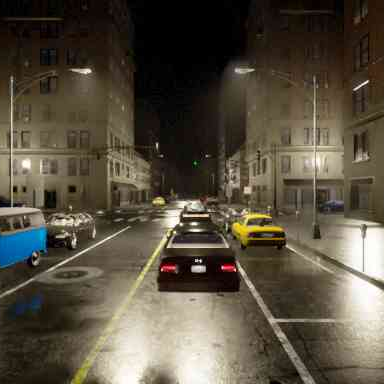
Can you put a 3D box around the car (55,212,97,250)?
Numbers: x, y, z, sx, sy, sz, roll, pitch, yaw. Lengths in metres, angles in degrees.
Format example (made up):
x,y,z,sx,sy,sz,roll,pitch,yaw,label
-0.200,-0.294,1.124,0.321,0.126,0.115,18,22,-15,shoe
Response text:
x,y,z,sx,sy,sz,roll,pitch,yaw,label
-5.336,1.551,14.116,2.008,1.369,4.403,0,0,0,car

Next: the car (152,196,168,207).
x,y,z,sx,sy,sz,roll,pitch,yaw,label
-5.181,1.525,51.909,1.752,1.417,4.829,0,0,0,car

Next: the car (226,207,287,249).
x,y,z,sx,sy,sz,roll,pitch,yaw,label
2.699,1.525,14.255,1.752,1.417,4.829,0,0,0,car

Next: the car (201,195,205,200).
x,y,z,sx,sy,sz,roll,pitch,yaw,label
2.845,1.582,52.048,1.802,1.307,4.206,0,0,0,car

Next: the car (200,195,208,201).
x,y,z,sx,sy,sz,roll,pitch,yaw,label
2.982,1.558,86.139,1.947,1.339,4.313,0,0,0,car

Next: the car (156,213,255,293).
x,y,z,sx,sy,sz,roll,pitch,yaw,label
0.134,1.547,9.004,2.033,1.411,5.357,0,0,0,car

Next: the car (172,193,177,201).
x,y,z,sx,sy,sz,roll,pitch,yaw,label
-5.089,1.546,74.804,2.008,1.369,4.403,0,0,0,car

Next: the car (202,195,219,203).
x,y,z,sx,sy,sz,roll,pitch,yaw,label
2.822,1.551,46.367,2.008,1.369,4.403,0,0,0,car

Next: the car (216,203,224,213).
x,y,z,sx,sy,sz,roll,pitch,yaw,label
2.715,1.551,19.491,2.008,1.369,4.403,0,0,0,car

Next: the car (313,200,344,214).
x,y,z,sx,sy,sz,roll,pitch,yaw,label
14.651,1.475,34.083,4.181,1.385,1.994,0,0,0,car

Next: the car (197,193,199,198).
x,y,z,sx,sy,sz,roll,pitch,yaw,label
2.959,1.309,80.457,2.192,1.841,5.009,0,0,0,car

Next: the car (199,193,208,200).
x,y,z,sx,sy,sz,roll,pitch,yaw,label
2.913,1.437,69.094,1.967,1.590,4.097,0,0,0,car

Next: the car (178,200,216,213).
x,y,z,sx,sy,sz,roll,pitch,yaw,label
0.183,1.493,20.508,2.128,1.511,4.902,0,0,-1,car

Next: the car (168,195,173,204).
x,y,z,sx,sy,sz,roll,pitch,yaw,label
-5.134,1.564,63.442,1.947,1.339,4.313,0,0,0,car

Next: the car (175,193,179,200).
x,y,z,sx,sy,sz,roll,pitch,yaw,label
-5.043,1.432,86.166,1.967,1.590,4.097,0,0,0,car

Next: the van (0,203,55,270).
x,y,z,sx,sy,sz,roll,pitch,yaw,label
-5.359,1.341,8.710,1.690,1.788,3.998,0,0,0,van

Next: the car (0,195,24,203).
x,y,z,sx,sy,sz,roll,pitch,yaw,label
-18.276,1.316,31.214,5.566,2.045,2.150,0,0,0,car
